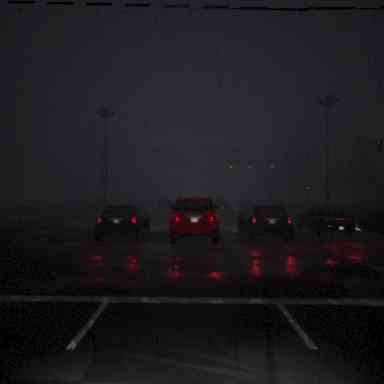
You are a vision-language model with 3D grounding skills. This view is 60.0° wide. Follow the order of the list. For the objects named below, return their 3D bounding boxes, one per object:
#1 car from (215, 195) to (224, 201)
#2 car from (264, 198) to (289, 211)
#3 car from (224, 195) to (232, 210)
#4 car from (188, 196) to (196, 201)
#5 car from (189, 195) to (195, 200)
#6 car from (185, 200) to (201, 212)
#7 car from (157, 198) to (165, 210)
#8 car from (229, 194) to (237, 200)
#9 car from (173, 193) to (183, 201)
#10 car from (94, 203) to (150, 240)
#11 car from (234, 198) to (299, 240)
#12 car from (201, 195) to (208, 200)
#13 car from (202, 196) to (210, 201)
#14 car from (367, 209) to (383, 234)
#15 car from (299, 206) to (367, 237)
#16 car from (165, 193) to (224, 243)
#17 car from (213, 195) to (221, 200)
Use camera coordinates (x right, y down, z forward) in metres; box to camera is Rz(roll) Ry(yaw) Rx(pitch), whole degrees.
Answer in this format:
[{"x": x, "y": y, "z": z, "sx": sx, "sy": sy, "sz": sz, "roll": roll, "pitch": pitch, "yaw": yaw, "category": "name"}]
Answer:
[{"x": 7.001, "y": 1.536, "z": 84.908, "sx": 1.837, "sy": 1.490, "sz": 4.892, "roll": 0, "pitch": 0, "yaw": 0, "category": "car"}, {"x": 10.599, "y": 1.523, "z": 42.039, "sx": 1.837, "sy": 1.490, "sz": 4.892, "roll": 0, "pitch": 0, "yaw": 0, "category": "car"}, {"x": 3.600, "y": 1.523, "z": 42.073, "sx": 1.837, "sy": 1.490, "sz": 4.892, "roll": 0, "pitch": 0, "yaw": 0, "category": "car"}, {"x": 0.001, "y": 1.631, "z": 85.039, "sx": 1.895, "sy": 1.301, "sz": 4.718, "roll": 0, "pitch": 0, "yaw": 0, "category": "car"}, {"x": 0.002, "y": 1.489, "z": 95.123, "sx": 1.837, "sy": 1.490, "sz": 4.892, "roll": 0, "pitch": 0, "yaw": 0, "category": "car"}, {"x": 0.098, "y": 1.618, "z": 40.462, "sx": 1.895, "sy": 1.301, "sz": 4.718, "roll": 0, "pitch": 0, "yaw": 0, "category": "car"}, {"x": -3.401, "y": 1.496, "z": 43.575, "sx": 1.882, "sy": 1.535, "sz": 5.008, "roll": 0, "pitch": 0, "yaw": 0, "category": "car"}, {"x": 10.501, "y": 1.391, "z": 84.821, "sx": 2.097, "sy": 1.767, "sz": 4.553, "roll": 0, "pitch": 0, "yaw": 0, "category": "car"}, {"x": -3.499, "y": 1.260, "z": 84.385, "sx": 2.150, "sy": 2.045, "sz": 5.566, "roll": 0, "pitch": 0, "yaw": 0, "category": "car"}, {"x": -3.400, "y": 1.358, "z": 17.059, "sx": 2.097, "sy": 1.767, "sz": 4.553, "roll": 0, "pitch": 0, "yaw": 0, "category": "car"}, {"x": 3.600, "y": 1.358, "z": 17.004, "sx": 2.097, "sy": 1.767, "sz": 4.553, "roll": 0, "pitch": 0, "yaw": 0, "category": "car"}, {"x": 3.502, "y": 1.581, "z": 95.153, "sx": 1.895, "sy": 1.301, "sz": 4.718, "roll": 0, "pitch": 0, "yaw": 0, "category": "car"}, {"x": 3.501, "y": 1.631, "z": 84.961, "sx": 1.895, "sy": 1.301, "sz": 4.718, "roll": 0, "pitch": 0, "yaw": 0, "category": "car"}, {"x": 10.600, "y": 1.572, "z": 17.427, "sx": 1.994, "sy": 1.385, "sz": 4.181, "roll": 0, "pitch": 0, "yaw": 0, "category": "car"}, {"x": 7.102, "y": 1.500, "z": 18.220, "sx": 2.128, "sy": 1.511, "sz": 4.902, "roll": 0, "pitch": 0, "yaw": 0, "category": "car"}, {"x": 0.101, "y": 1.229, "z": 16.132, "sx": 2.150, "sy": 2.045, "sz": 5.566, "roll": 0, "pitch": 0, "yaw": 0, "category": "car"}, {"x": 7.002, "y": 1.536, "z": 95.122, "sx": 1.994, "sy": 1.385, "sz": 4.181, "roll": 0, "pitch": 0, "yaw": 0, "category": "car"}]
